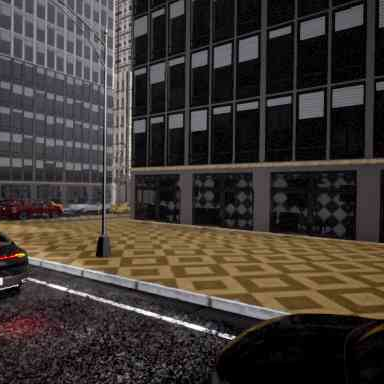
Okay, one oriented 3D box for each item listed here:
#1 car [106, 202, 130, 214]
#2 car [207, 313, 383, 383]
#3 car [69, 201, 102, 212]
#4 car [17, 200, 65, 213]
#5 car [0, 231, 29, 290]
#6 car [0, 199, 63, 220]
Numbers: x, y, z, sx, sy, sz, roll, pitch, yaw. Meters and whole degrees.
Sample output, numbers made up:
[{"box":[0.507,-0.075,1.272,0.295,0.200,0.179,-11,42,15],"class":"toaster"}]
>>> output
[{"box":[-7.351,1.830,38.865,1.752,1.417,4.829,1,0,37],"class":"car"},{"box":[2.351,1.505,1.998,4.892,1.490,1.837,0,0,36],"class":"car"},{"box":[-12.735,1.802,41.314,1.895,1.301,4.718,1,0,37],"class":"car"},{"box":[-17.646,1.643,39.064,1.752,1.417,4.829,1,0,37],"class":"car"},{"box":[-5.748,1.500,7.814,4.892,1.490,1.837,0,0,36],"class":"car"},{"box":[-14.181,1.519,29.677,2.192,1.841,5.009,1,0,37],"class":"car"}]
